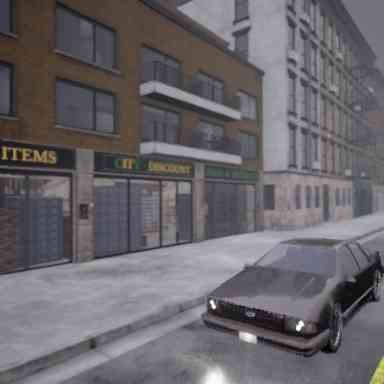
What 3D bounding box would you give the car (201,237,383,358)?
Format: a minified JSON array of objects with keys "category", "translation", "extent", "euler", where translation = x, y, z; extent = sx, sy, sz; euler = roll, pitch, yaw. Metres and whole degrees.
[{"category":"car","translation":[2.456,1.657,6.669],"extent":[2.033,1.411,5.357],"euler":[-1,-1,39]}]
